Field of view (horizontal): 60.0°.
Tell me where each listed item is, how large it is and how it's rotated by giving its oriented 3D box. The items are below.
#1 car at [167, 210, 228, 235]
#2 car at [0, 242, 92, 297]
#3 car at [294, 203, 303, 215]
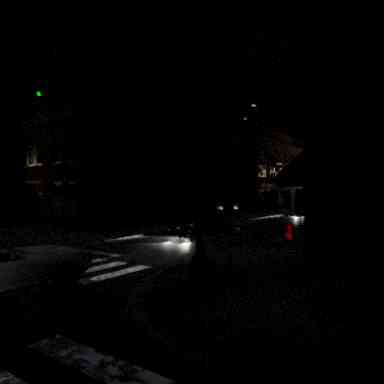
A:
[{"bbox_3d":[0.422,1.766,19.534,1.994,1.385,4.181,-1,-1,35],"label":"car"},{"bbox_3d":[-4.665,1.713,7.447,1.895,1.301,4.718,-1,-1,35],"label":"car"},{"bbox_3d":[12.854,1.861,37.009,1.994,1.385,4.181,-1,-1,36],"label":"car"}]
